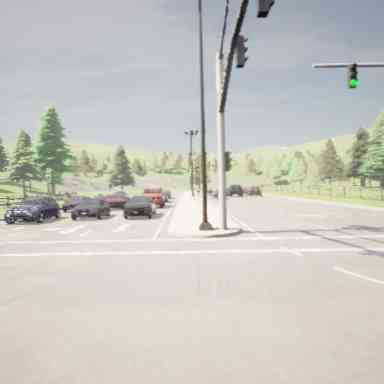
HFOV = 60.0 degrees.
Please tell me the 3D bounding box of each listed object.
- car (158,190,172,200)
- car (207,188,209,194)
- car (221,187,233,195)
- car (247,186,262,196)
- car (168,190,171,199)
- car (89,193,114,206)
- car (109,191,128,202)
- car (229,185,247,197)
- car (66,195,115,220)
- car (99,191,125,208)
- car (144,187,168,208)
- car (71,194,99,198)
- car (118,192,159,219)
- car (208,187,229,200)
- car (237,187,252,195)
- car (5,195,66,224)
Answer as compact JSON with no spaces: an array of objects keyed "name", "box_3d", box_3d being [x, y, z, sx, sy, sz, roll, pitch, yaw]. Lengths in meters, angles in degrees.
[{"name":"car","box_3d":[-4.394,0.420,55.203,2.033,1.411,5.357,-1,1,-1]},{"name":"car","box_3d":[3.537,-0.095,66.878,2.128,1.511,4.902,-1,1,0]},{"name":"car","box_3d":[7.036,-0.173,66.929,1.837,1.490,4.892,-1,1,0]},{"name":"car","box_3d":[10.566,-0.201,57.306,2.097,1.767,4.553,-1,1,-1]},{"name":"car","box_3d":[-4.217,0.653,44.538,2.033,1.411,5.357,-1,1,-1]},{"name":"car","box_3d":[-11.156,0.915,41.415,1.994,1.385,4.181,-1,1,-2]},{"name":"car","box_3d":[-11.327,0.635,51.521,1.837,1.490,4.892,-1,1,-1]},{"name":"car","box_3d":[7.203,-0.220,56.051,2.150,2.045,5.566,-1,1,-1]},{"name":"car","box_3d":[-7.246,1.200,24.069,1.994,1.385,4.181,-1,1,-1]},{"name":"car","box_3d":[-7.467,0.921,33.040,1.882,1.535,5.008,-1,1,-1]},{"name":"car","box_3d":[-4.003,0.551,34.196,2.150,2.045,5.566,-1,1,-2]},{"name":"car","box_3d":[-10.946,1.098,32.181,2.033,1.411,5.357,-1,1,-1]},{"name":"car","box_3d":[-3.750,1.021,24.273,1.882,1.535,5.008,-1,1,-1]},{"name":"car","box_3d":[3.835,0.328,48.994,1.812,1.442,4.674,-1,1,-1]},{"name":"car","box_3d":[10.536,-0.225,67.227,2.033,1.411,5.357,-1,1,0]},{"name":"car","box_3d":[-10.719,1.106,22.723,2.097,1.767,4.553,-1,1,-1]}]
